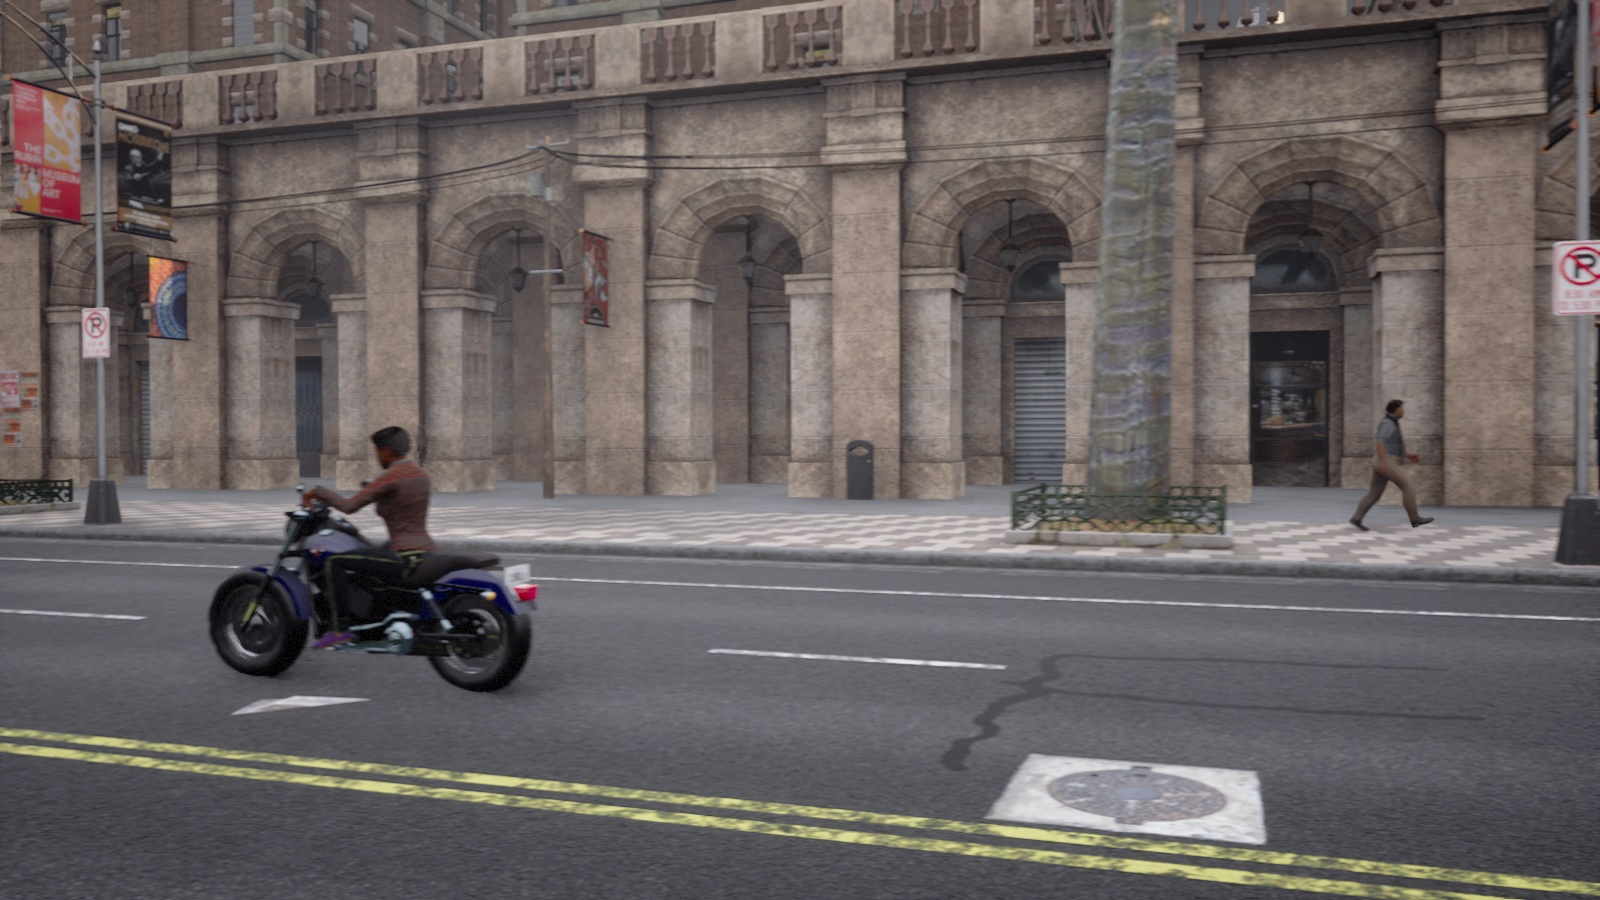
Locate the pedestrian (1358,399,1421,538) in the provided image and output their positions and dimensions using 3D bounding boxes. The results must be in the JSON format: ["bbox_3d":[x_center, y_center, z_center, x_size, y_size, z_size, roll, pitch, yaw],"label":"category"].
[{"bbox_3d":[8.035,0.239,17.140,0.694,1.848,0.540,1,1,18],"label":"pedestrian"}]

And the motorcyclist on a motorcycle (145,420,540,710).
[{"bbox_3d":[-2.861,0.641,7.855,2.350,1.649,0.766,0,1,19],"label":"motorcyclist on a motorcycle"}]
